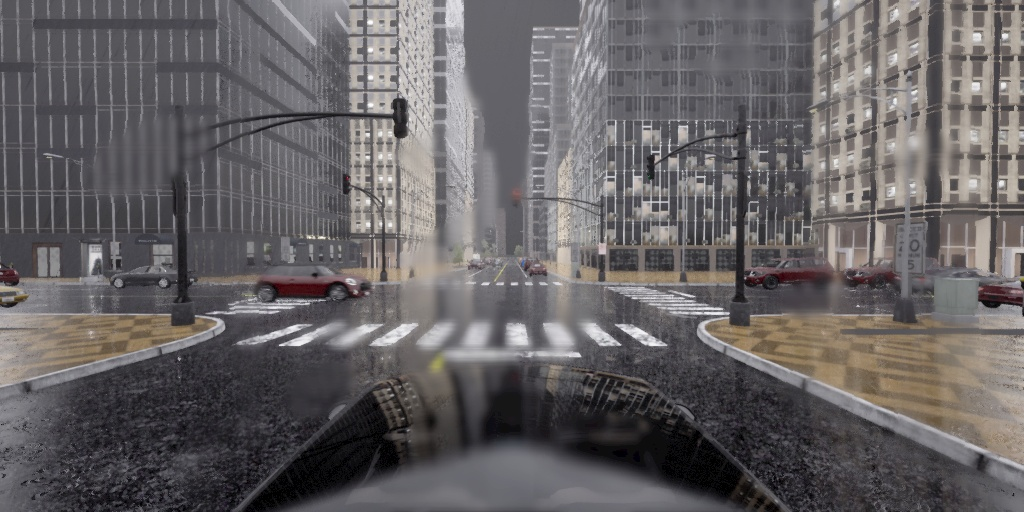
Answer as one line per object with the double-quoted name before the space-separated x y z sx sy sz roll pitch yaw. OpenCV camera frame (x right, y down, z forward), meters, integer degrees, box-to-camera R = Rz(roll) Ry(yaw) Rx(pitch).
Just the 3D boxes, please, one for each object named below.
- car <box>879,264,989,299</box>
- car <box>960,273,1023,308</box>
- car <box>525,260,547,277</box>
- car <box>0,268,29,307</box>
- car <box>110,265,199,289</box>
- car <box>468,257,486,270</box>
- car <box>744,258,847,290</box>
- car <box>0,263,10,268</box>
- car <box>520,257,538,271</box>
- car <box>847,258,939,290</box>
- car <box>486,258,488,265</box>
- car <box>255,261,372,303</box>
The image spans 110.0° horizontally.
"car" 20.231 1.287 16.187 4.902 1.511 2.128 0 1 0
"car" 20.184 1.417 13.505 4.207 1.307 1.802 0 0 0
"car" 2.544 1.319 35.776 1.802 1.307 4.207 0 0 0
"car" -21.257 1.301 13.426 4.829 1.417 1.751 0 0 0
"car" -21.442 1.205 21.564 4.403 1.370 2.007 0 0 0
"car" -5.297 1.168 52.328 1.967 1.591 4.097 0 0 0
"car" 16.568 1.024 21.637 5.009 1.841 2.192 0 0 0
"car" -32.558 1.078 21.472 4.097 1.591 1.967 0 0 0
"car" 2.570 1.046 46.826 2.192 1.841 5.009 0 0 0
"car" 22.900 1.032 21.649 5.009 1.841 2.192 0 0 0
"car" -5.295 1.307 57.853 1.802 1.307 4.207 0 0 0
"car" -8.772 1.102 16.140 4.553 1.767 2.097 0 0 0
